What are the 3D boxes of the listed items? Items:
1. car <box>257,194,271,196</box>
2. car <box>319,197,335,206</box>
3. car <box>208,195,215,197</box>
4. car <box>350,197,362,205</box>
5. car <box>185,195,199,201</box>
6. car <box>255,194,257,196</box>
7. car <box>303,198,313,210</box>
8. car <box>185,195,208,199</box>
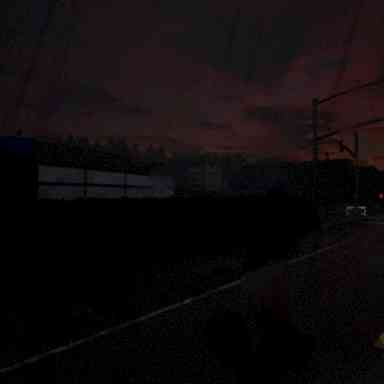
[{"bbox_3d":[17.277,1.499,75.534,1.932,1.855,4.605,0,0,40],"label":"car"},{"bbox_3d":[24.213,1.719,59.644,1.970,1.475,3.806,0,0,40],"label":"car"},{"bbox_3d":[5.083,1.583,85.432,2.152,1.636,5.027,0,0,40],"label":"car"},{"bbox_3d":[31.303,1.739,63.342,1.845,1.501,3.633,0,0,40],"label":"car"},{"bbox_3d":[-0.002,1.673,89.360,1.970,1.475,3.806,0,0,40],"label":"car"},{"bbox_3d":[14.802,1.482,77.111,1.905,1.878,3.866,0,0,40],"label":"car"},{"bbox_3d":[14.379,1.579,43.561,2.007,1.523,4.514,0,0,40],"label":"car"},{"bbox_3d":[0.392,1.622,65.626,2.007,1.523,4.514,0,0,40],"label":"car"}]
